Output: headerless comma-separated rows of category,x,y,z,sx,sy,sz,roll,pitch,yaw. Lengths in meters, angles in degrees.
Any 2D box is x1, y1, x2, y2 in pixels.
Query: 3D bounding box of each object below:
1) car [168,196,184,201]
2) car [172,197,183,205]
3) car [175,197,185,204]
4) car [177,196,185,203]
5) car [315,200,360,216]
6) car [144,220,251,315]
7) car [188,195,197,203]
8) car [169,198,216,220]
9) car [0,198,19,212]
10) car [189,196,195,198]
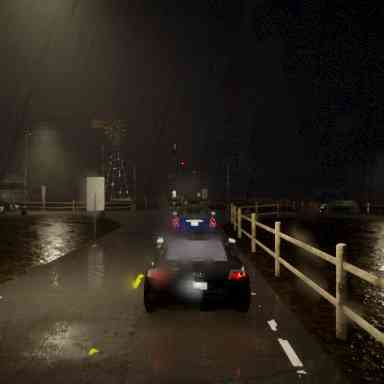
car,-2.813,1.681,55.396,2.128,1.511,4.902,0,0,0
car,-2.757,1.731,65.200,1.882,1.535,5.008,0,0,1
car,-2.709,1.879,75.151,1.994,1.385,4.181,0,0,0
car,-2.700,1.883,85.280,1.882,1.535,5.008,0,0,0
car,16.315,1.731,37.614,4.553,1.767,2.097,1,-2,0
car,0.101,1.573,7.678,1.994,1.385,4.181,0,0,0
car,0.046,1.712,78.997,2.097,1.767,4.553,0,0,0
car,0.104,1.380,16.321,2.097,1.767,4.553,0,0,0
car,-20.292,1.292,34.000,4.892,1.490,1.837,1,-2,0
car,0.179,1.705,53.803,1.812,1.442,4.674,0,0,-1
